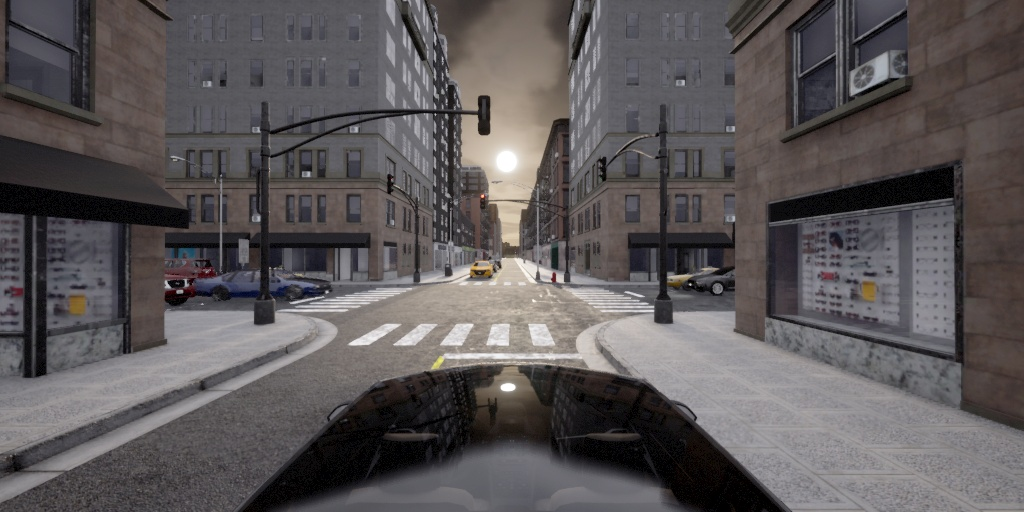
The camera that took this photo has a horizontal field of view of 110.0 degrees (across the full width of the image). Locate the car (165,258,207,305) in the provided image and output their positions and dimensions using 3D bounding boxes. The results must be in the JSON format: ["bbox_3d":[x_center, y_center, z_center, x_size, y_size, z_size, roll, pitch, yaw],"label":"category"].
[{"bbox_3d":[-15.097,1.035,13.579,5.009,1.841,2.192,0,0,0],"label":"car"}]

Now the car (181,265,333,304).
[{"bbox_3d":[-11.267,1.283,16.386,5.357,1.411,2.033,0,0,-7],"label":"car"}]

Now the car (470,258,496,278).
[{"bbox_3d":[-2.839,1.222,33.937,1.882,1.535,5.008,0,0,0],"label":"car"}]

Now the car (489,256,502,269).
[{"bbox_3d":[-2.821,0.953,57.839,2.150,2.045,5.566,0,0,0],"label":"car"}]

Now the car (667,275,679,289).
[{"bbox_3d":[11.638,1.304,21.561,4.829,1.417,1.751,0,0,0],"label":"car"}]

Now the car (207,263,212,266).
[{"bbox_3d":[-15.246,1.279,21.605,4.829,1.417,1.751,0,0,0],"label":"car"}]

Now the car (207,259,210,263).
[{"bbox_3d":[-20.755,1.063,21.614,5.009,1.841,2.192,0,0,0],"label":"car"}]

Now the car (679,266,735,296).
[{"bbox_3d":[11.903,1.273,19.014,4.892,1.490,1.837,0,0,1],"label":"car"}]

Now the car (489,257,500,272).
[{"bbox_3d":[-2.839,1.244,44.339,1.837,1.490,4.892,0,0,0],"label":"car"}]
